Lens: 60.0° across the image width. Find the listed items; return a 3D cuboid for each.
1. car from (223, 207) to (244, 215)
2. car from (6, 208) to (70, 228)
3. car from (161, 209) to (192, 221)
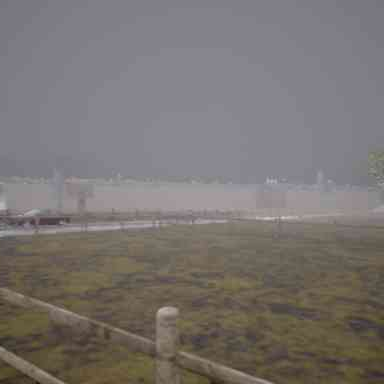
[{"bbox_3d":[6.926,3.191,55.090,1.882,1.535,5.008,1,-2,35],"label":"car"},{"bbox_3d":[-12.462,2.102,27.251,1.882,1.535,5.008,1,-2,34],"label":"car"},{"bbox_3d":[-1.908,2.912,42.504,2.128,1.511,4.902,1,-2,35],"label":"car"}]
